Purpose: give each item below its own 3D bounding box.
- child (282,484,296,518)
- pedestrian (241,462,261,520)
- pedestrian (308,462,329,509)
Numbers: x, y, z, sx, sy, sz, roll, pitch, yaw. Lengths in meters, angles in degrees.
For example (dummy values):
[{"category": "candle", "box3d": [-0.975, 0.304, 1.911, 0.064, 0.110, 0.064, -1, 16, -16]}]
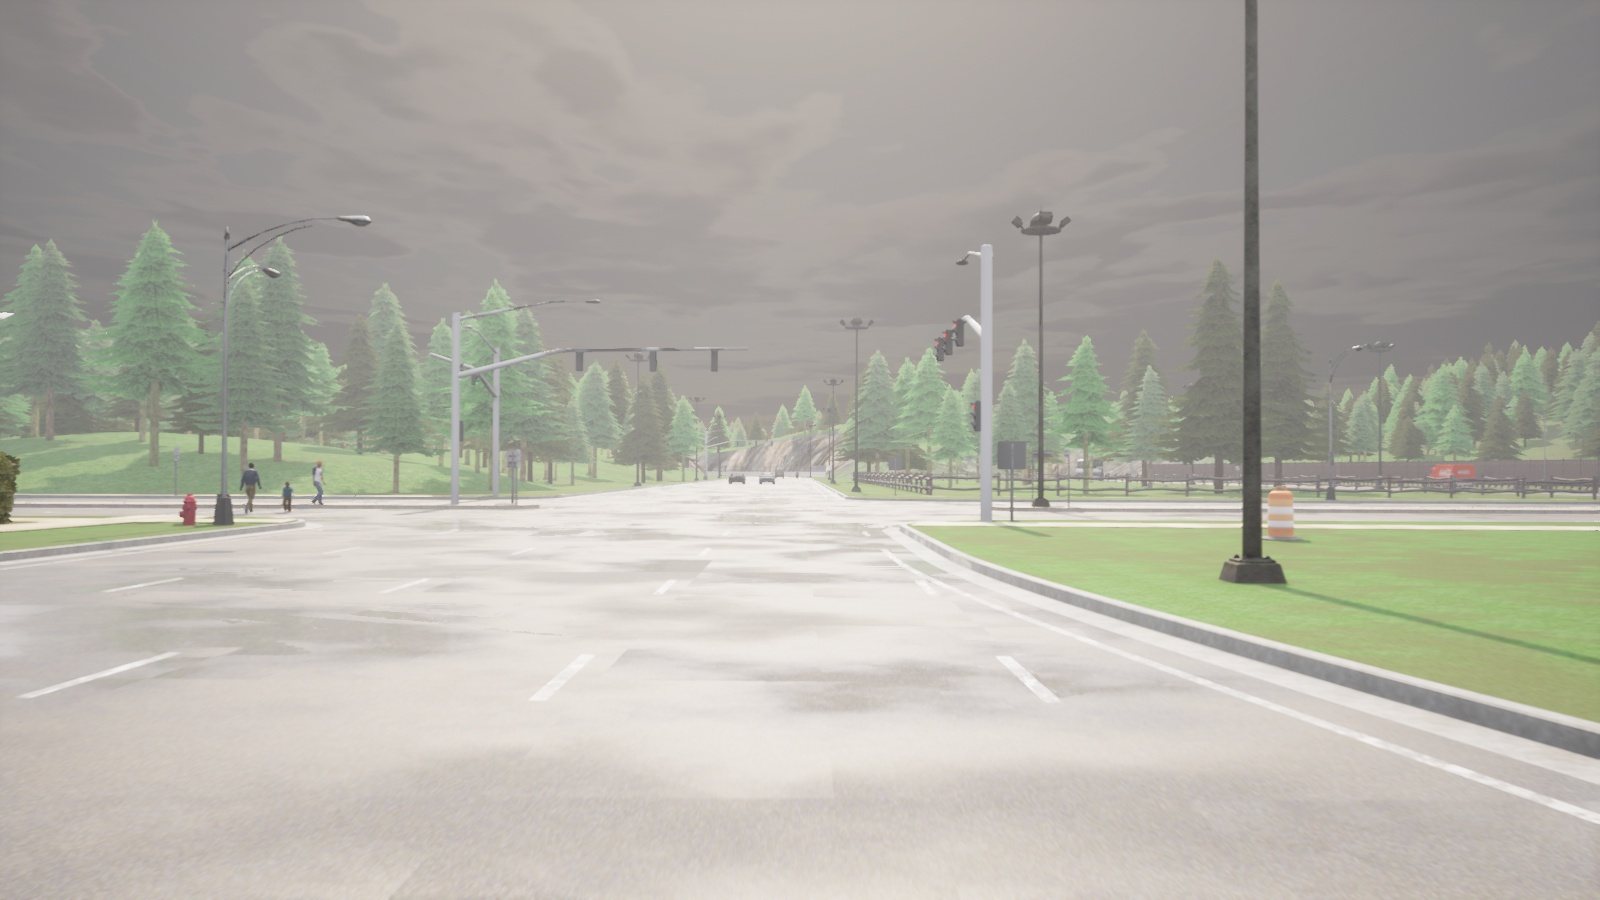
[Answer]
[{"category": "child", "box3d": [-18.010, 1.797, 44.262, 0.343, 1.192, 0.448, 0, -1, -8]}, {"category": "pedestrian", "box3d": [-18.926, 1.404, 43.286, 0.423, 1.949, 0.788, 0, -1, -7]}, {"category": "pedestrian", "box3d": [-19.091, 1.400, 49.770, 0.706, 1.836, 0.354, 0, -1, 13]}]
